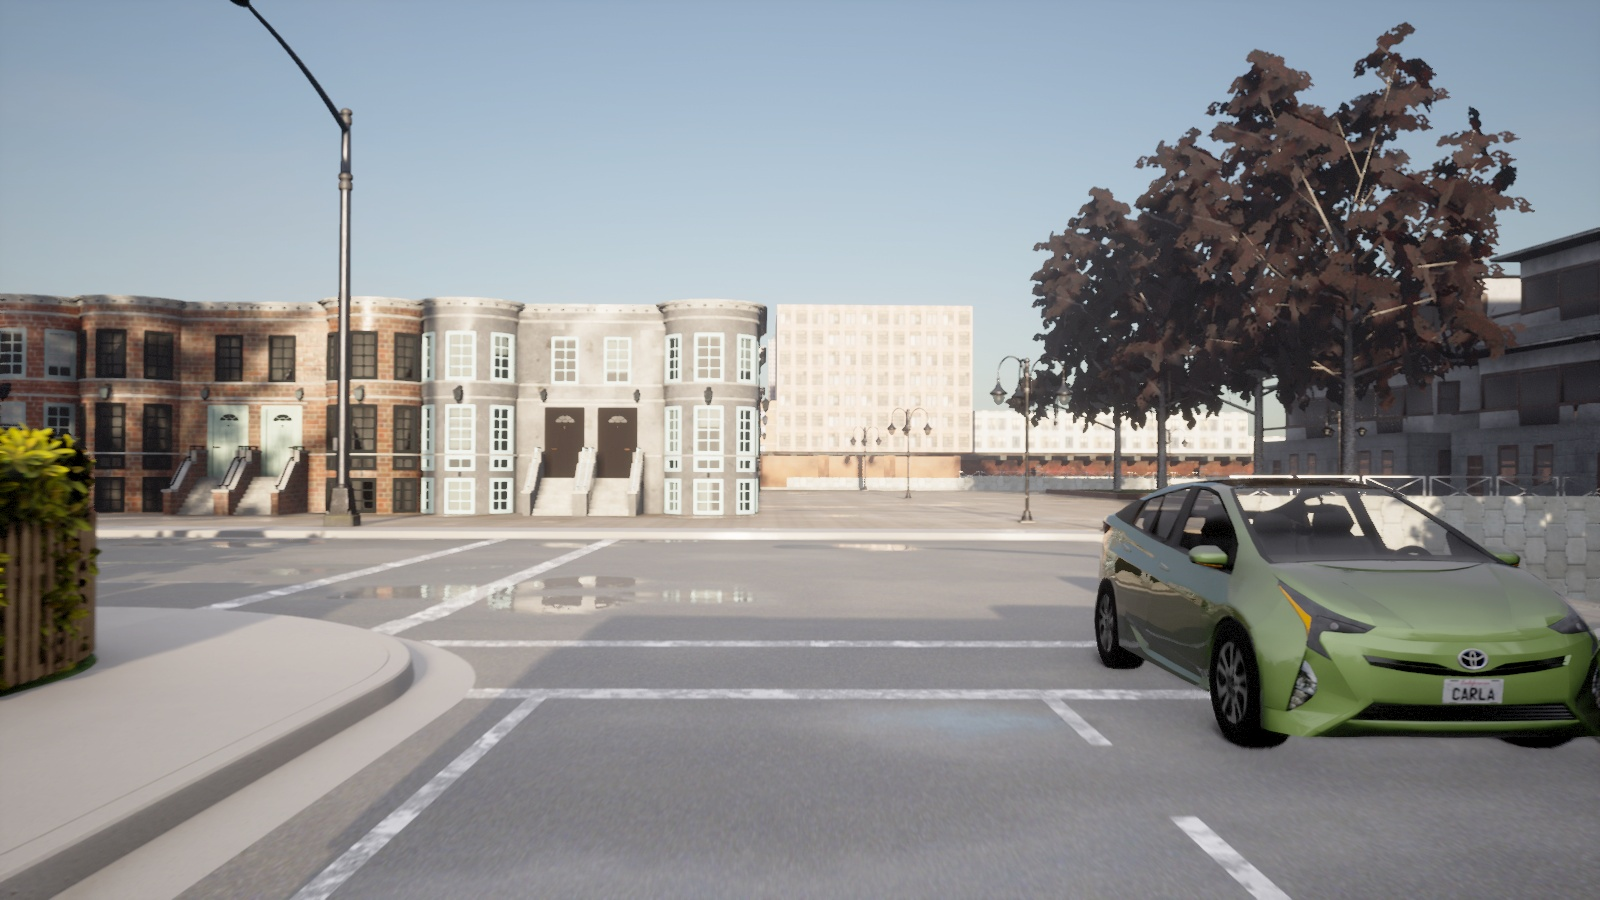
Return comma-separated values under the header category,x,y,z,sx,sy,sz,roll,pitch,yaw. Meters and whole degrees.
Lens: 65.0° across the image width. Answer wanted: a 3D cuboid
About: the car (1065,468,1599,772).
category,x,y,z,sx,sy,sz,roll,pitch,yaw
car,3.360,0.893,8.612,2.007,1.525,4.514,0,-1,-2
